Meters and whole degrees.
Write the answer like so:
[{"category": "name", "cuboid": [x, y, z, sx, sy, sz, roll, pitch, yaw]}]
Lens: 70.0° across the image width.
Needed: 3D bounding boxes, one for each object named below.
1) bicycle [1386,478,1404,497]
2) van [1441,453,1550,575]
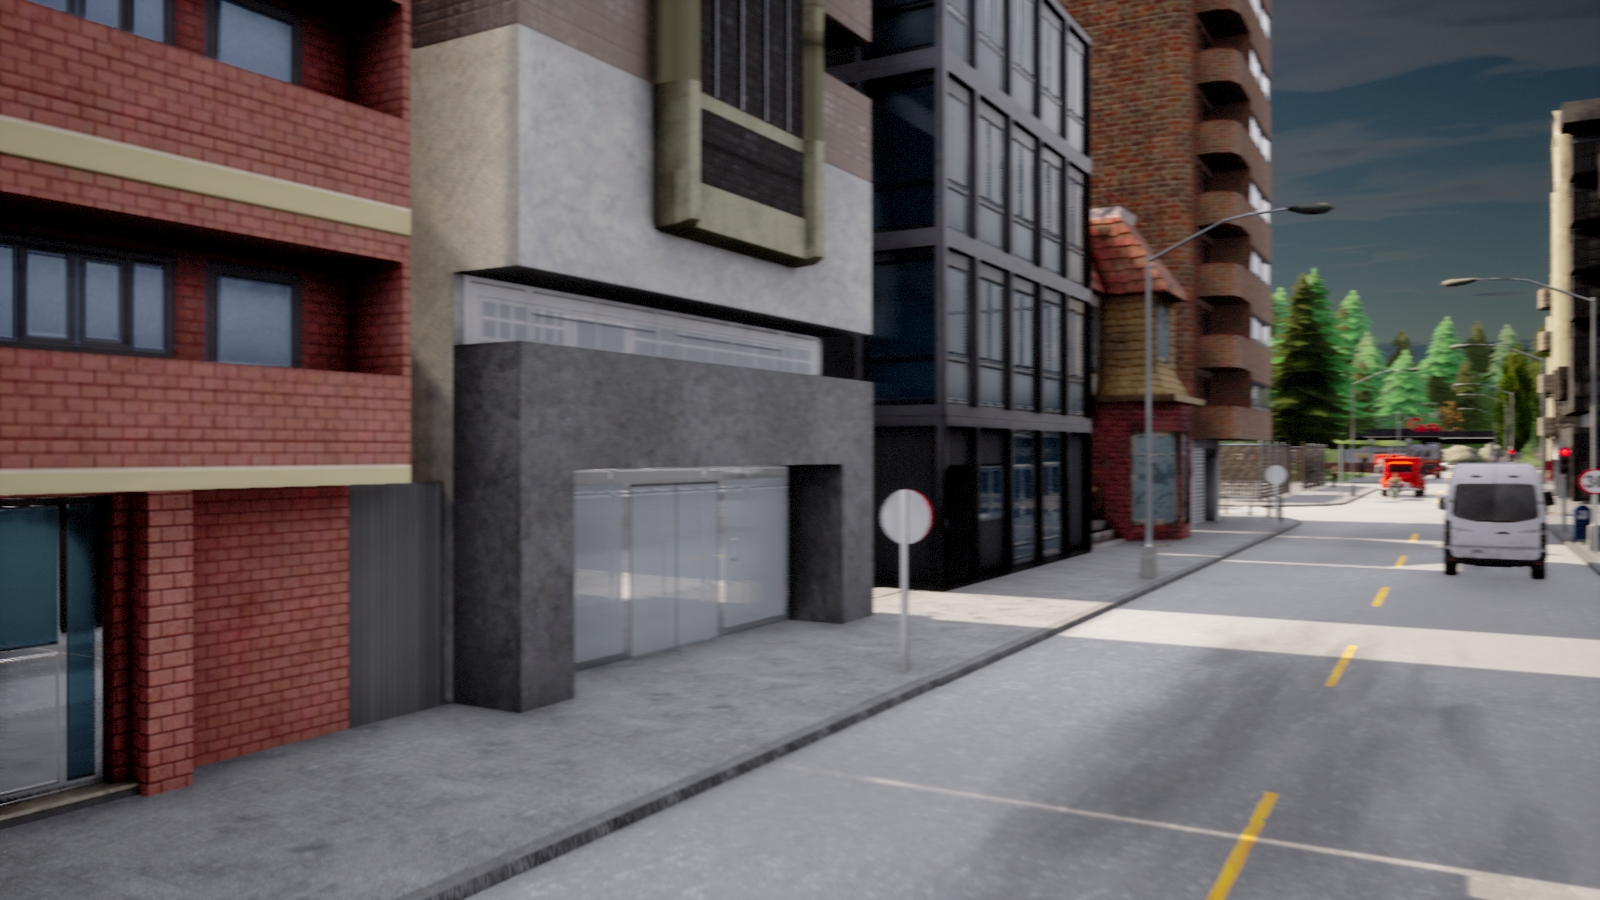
[{"category": "bicycle", "cuboid": [34.175, 2.148, 65.612, 0.859, 1.080, 1.487, 0, 0, 30]}, {"category": "van", "cuboid": [16.436, 1.358, 27.149, 1.988, 2.561, 5.915, 0, 0, 30]}]
